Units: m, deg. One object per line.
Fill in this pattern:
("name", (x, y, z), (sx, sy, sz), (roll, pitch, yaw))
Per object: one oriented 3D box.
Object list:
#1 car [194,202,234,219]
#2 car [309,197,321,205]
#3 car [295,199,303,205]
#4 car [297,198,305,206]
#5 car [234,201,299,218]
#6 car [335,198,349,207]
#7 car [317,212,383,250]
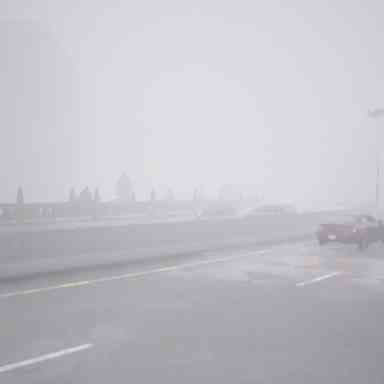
("car", (2.203, 1.663, 30.024), (2.128, 1.511, 4.902), (0, 0, 41))
("car", (25.627, 1.901, 69.353), (1.837, 1.490, 4.892), (0, 0, 13))
("car", (8.547, 1.738, 32.167), (2.033, 1.411, 5.357), (0, 0, 38))
("car", (21.191, 1.943, 65.637), (1.994, 1.385, 4.181), (0, 0, 16))
("car", (5.296, 1.641, 23.042), (1.837, 1.490, 4.892), (0, 0, 43))
("car", (26.463, 1.855, 58.782), (2.128, 1.511, 4.902), (0, 0, 19))
("car", (7.196, 1.617, 14.745), (4.674, 1.442, 1.812), (0, 0, -44))
